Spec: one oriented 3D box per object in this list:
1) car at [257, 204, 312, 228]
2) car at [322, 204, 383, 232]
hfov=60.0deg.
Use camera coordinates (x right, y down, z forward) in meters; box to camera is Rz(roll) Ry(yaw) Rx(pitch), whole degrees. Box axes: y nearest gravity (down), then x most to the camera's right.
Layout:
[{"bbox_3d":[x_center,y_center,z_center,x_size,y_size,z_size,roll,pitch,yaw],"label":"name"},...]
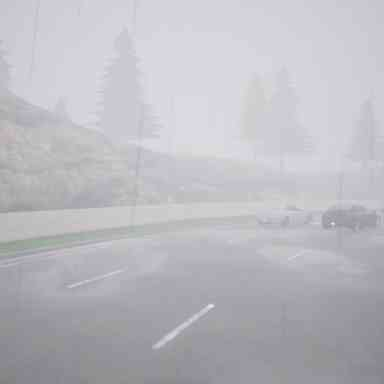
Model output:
[{"bbox_3d":[6.130,1.526,21.956,4.674,1.442,1.812,0,0,-43],"label":"car"},{"bbox_3d":[9.652,1.506,20.058,4.892,1.490,1.837,0,0,-41],"label":"car"}]
